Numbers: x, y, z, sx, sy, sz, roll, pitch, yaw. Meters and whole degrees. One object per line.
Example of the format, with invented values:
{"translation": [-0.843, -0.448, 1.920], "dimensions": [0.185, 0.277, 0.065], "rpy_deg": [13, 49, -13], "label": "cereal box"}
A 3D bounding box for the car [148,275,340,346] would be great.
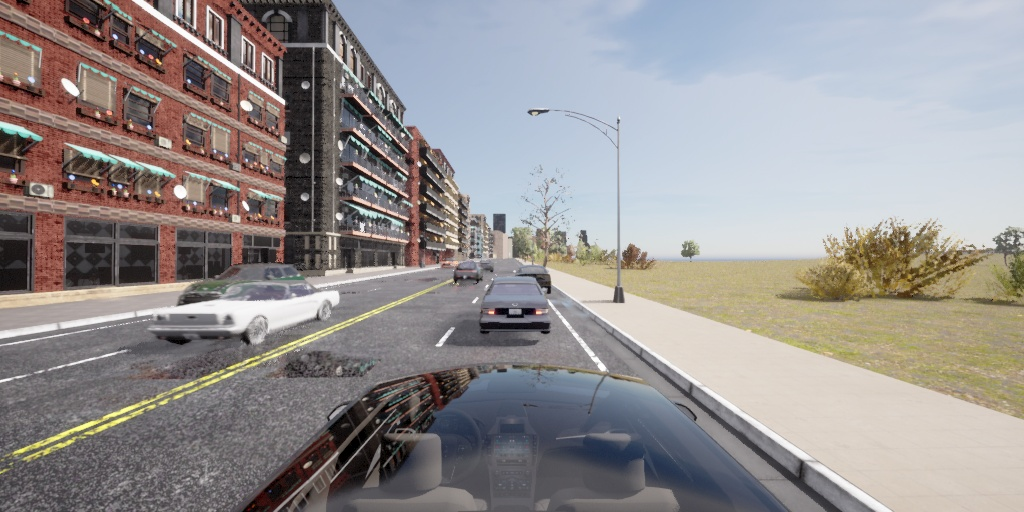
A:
{"translation": [-6.612, 1.352, 9.603], "dimensions": [1.895, 1.301, 4.718], "rpy_deg": [0, 0, 0], "label": "car"}

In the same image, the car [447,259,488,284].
{"translation": [-3.188, 1.243, 26.833], "dimensions": [2.128, 1.511, 4.902], "rpy_deg": [0, 0, 0], "label": "car"}

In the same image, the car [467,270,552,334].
{"translation": [0.089, 1.299, 10.597], "dimensions": [2.033, 1.411, 5.357], "rpy_deg": [0, 0, 0], "label": "car"}

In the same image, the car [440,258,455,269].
{"translation": [-9.918, 1.101, 56.579], "dimensions": [2.097, 1.767, 4.553], "rpy_deg": [0, 0, 0], "label": "car"}

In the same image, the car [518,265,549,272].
{"translation": [1.109, 1.230, 20.361], "dimensions": [1.882, 1.535, 5.008], "rpy_deg": [0, 0, 0], "label": "car"}

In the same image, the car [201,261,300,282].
{"translation": [-9.869, 1.103, 13.603], "dimensions": [2.097, 1.767, 4.553], "rpy_deg": [0, 0, 0], "label": "car"}

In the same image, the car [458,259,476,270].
{"translation": [-6.670, 1.241, 53.393], "dimensions": [2.128, 1.511, 4.902], "rpy_deg": [0, 0, 0], "label": "car"}

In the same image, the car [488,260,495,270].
{"translation": [-3.214, 1.239, 44.273], "dimensions": [2.128, 1.511, 4.902], "rpy_deg": [0, 0, 0], "label": "car"}
